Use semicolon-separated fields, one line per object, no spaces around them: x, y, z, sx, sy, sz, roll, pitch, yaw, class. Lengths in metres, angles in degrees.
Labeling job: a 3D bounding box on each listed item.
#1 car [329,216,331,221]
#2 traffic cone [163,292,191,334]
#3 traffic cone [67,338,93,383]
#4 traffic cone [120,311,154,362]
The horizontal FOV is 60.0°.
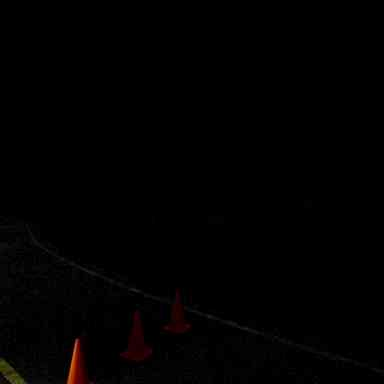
35.617;6.632;82.732;1.851;1.617;3.988;-4;-3;4;car
-0.239;1.931;5.435;0.340;0.580;0.340;1;1;31;traffic cone
-1.277;1.945;3.735;0.340;0.580;0.340;1;1;31;traffic cone
-0.758;1.938;4.585;0.340;0.580;0.340;1;1;31;traffic cone
